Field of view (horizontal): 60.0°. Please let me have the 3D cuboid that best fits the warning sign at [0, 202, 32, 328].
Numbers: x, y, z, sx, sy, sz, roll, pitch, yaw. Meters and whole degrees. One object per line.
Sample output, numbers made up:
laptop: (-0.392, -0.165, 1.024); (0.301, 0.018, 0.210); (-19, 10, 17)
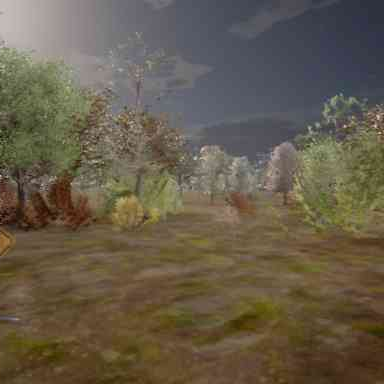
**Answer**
warning sign: (-3.417, 1.116, 5.184); (1.060, 1.860, 1.300); (0, 0, 34)
